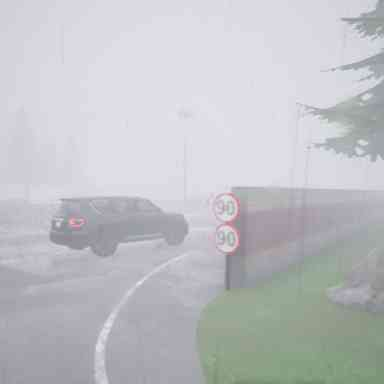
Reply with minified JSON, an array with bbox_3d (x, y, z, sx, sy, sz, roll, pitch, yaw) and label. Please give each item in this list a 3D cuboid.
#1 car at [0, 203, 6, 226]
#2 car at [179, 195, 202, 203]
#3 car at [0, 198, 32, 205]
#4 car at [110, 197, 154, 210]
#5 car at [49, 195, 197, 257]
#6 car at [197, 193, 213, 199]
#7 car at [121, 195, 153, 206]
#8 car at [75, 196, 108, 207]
[{"bbox_3d":[-12.413,1.440,16.105,2.033,1.411,5.357,0,0,37],"label":"car"},{"bbox_3d":[-0.226,1.344,65.183,4.181,1.385,1.994,0,0,-41],"label":"car"},{"bbox_3d":[-19.642,1.354,36.035,1.994,1.385,4.181,0,0,37],"label":"car"},{"bbox_3d":[-7.285,1.377,40.891,2.033,1.411,5.357,0,0,37],"label":"car"},{"bbox_3d":[-2.598,1.168,13.004,2.150,2.045,5.566,0,0,43],"label":"car"},{"bbox_3d":[2.276,0.912,62.713,4.892,1.490,1.837,0,0,-41],"label":"car"},{"bbox_3d":[-8.350,1.294,51.120,1.837,1.490,4.892,0,0,37],"label":"car"},{"bbox_3d":[-14.612,1.334,48.610,1.994,1.385,4.181,0,0,37],"label":"car"}]
